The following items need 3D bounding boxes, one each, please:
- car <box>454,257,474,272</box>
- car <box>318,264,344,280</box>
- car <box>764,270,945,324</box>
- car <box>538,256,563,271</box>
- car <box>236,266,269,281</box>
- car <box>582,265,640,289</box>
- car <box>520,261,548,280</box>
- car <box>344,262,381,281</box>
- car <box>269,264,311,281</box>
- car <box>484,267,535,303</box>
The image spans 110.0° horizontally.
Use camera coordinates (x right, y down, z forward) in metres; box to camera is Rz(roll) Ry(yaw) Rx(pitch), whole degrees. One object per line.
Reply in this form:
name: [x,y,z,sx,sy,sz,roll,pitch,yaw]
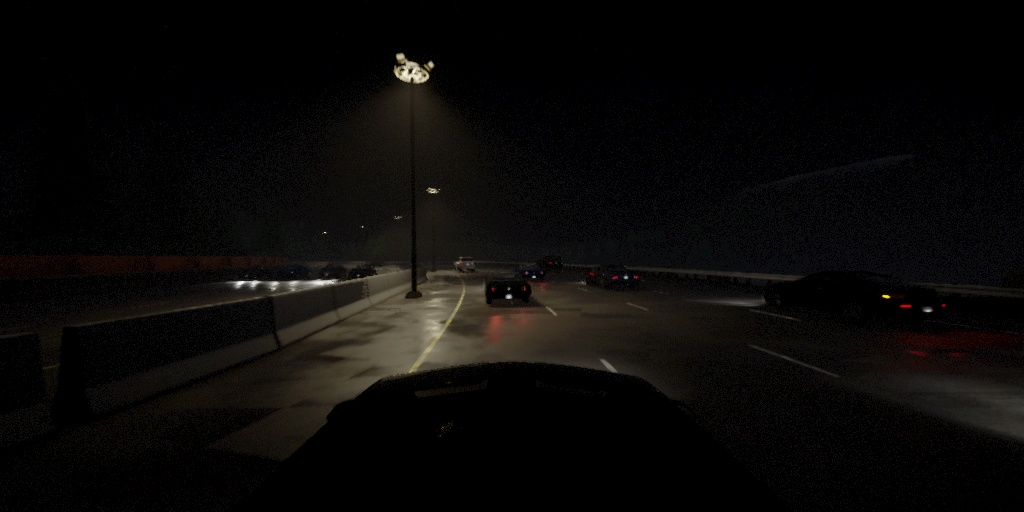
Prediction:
car: [-6.752,1.147,50.232,2.150,2.045,5.566,0,0,-18]
car: [-18.005,1.520,36.237,2.128,1.511,4.902,-1,0,-13]
car: [10.370,1.176,11.372,1.812,1.442,4.674,0,0,-4]
car: [4.843,1.010,47.724,2.150,2.045,5.566,0,0,-16]
car: [-24.913,1.668,34.993,1.994,1.385,4.181,-1,0,-13]
car: [6.118,1.270,22.812,2.033,1.411,5.357,-1,0,-8]
car: [1.365,1.394,30.926,1.895,1.301,4.718,-1,0,-10]
car: [-13.821,1.538,33.339,1.994,1.385,4.181,-1,0,-11]
car: [-21.310,1.540,34.979,1.882,1.535,5.008,-1,0,-13]
car: [-0.347,1.386,16.974,1.895,1.301,4.718,-1,0,-6]
